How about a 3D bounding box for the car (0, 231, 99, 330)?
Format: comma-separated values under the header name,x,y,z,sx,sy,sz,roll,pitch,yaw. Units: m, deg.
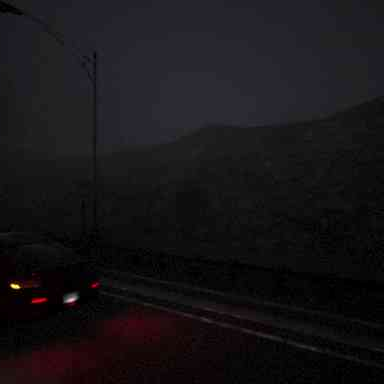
name,x,y,z,sx,sy,sz,roll,pitch,yaw
car,-3.829,1.532,6.725,4.674,1.442,1.812,0,0,36
